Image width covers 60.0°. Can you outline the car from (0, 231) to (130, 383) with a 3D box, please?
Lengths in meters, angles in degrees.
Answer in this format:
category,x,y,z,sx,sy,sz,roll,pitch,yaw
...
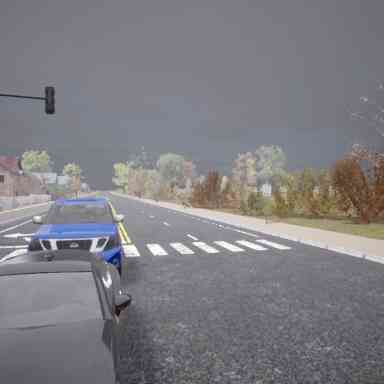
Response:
category,x,y,z,sx,sy,sz,roll,pitch,yaw
car,-1.746,1.525,3.976,1.812,1.442,4.674,0,0,-12

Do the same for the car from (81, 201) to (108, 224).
category,x,y,z,sx,sy,sz,roll,pitch,yaw
car,-7.462,1.494,25.701,1.837,1.490,4.892,0,0,-15

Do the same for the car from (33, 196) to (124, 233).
category,x,y,z,sx,sy,sz,roll,pitch,yaw
car,-3.336,1.219,10.078,2.150,2.045,5.566,0,0,-15

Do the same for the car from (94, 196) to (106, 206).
category,x,y,z,sx,sy,sz,roll,pitch,yaw
car,-15.199,1.434,54.996,1.882,1.535,5.008,0,0,-15
